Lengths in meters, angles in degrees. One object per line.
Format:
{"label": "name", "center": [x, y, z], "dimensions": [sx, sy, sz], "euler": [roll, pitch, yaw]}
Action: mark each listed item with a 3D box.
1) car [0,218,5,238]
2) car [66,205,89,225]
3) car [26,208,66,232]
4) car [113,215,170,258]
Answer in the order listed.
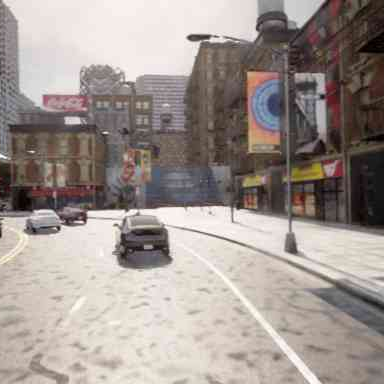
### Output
{"label": "car", "center": [-12.720, 1.987, 20.377], "dimensions": [2.128, 1.511, 4.902], "euler": [-1, -1, -32]}
{"label": "car", "center": [-10.963, 2.093, 29.958], "dimensions": [1.812, 1.442, 4.674], "euler": [0, -1, -40]}
{"label": "car", "center": [-10.768, 2.022, 24.056], "dimensions": [1.812, 1.442, 4.674], "euler": [-1, -1, -33]}
{"label": "car", "center": [-2.172, 1.709, 13.932], "dimensions": [1.837, 1.490, 4.892], "euler": [0, -1, -15]}
